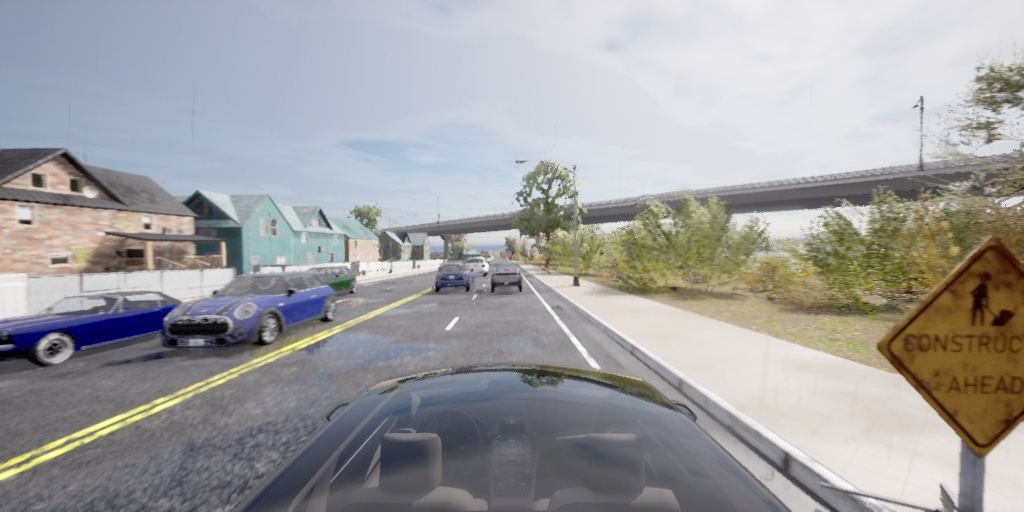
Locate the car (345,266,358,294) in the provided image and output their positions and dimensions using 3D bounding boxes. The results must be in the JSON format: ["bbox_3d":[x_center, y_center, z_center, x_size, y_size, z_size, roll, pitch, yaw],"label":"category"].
[{"bbox_3d":[-10.111,1.342,19.206,2.097,1.767,4.553,-1,0,0],"label":"car"}]

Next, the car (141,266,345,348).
[{"bbox_3d":[-6.776,1.252,9.881,2.097,1.767,4.553,-1,0,-1],"label":"car"}]

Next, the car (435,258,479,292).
[{"bbox_3d":[-3.505,1.225,22.833,2.097,1.767,4.553,-1,0,-1],"label":"car"}]

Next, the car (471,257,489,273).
[{"bbox_3d":[-3.730,1.157,39.429,2.150,2.045,5.566,-1,0,-1],"label":"car"}]

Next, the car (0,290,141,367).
[{"bbox_3d":[-10.012,1.561,8.685,1.895,1.301,4.718,-1,0,-1],"label":"car"}]

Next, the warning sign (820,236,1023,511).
[{"bbox_3d":[2.771,0.813,2.176,1.300,1.860,1.060,0,0,-1],"label":"warning sign"}]

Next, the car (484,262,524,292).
[{"bbox_3d":[-0.317,1.301,22.044,2.128,1.511,4.902,-1,0,0],"label":"car"}]
